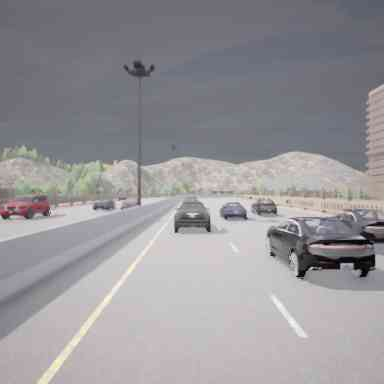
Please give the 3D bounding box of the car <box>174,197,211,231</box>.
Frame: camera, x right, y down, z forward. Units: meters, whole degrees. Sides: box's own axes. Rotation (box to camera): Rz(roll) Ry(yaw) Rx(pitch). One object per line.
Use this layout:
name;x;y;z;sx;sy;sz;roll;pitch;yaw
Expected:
car;0.023;1.353;20.524;2.097;1.767;4.553;0;0;0

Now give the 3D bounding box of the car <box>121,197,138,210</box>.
car;-7.243;1.532;39.794;1.812;1.442;4.674;0;0;0

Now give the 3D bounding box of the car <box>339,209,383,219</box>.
car;7.047;1.487;14.217;2.128;1.511;4.902;0;0;0

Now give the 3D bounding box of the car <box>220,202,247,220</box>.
car;3.491;1.563;28.505;1.994;1.385;4.181;0;0;0

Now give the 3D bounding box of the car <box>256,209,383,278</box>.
car;3.562;1.490;10.079;2.128;1.511;4.902;0;0;0

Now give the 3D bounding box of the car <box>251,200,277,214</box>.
car;6.975;1.488;32.468;2.128;1.511;4.902;0;0;0

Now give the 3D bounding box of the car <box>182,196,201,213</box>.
car;-0.049;1.353;38.497;2.097;1.767;4.553;0;0;0

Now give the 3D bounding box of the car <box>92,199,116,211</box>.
car;-10.746;1.556;41.147;2.033;1.411;5.357;0;0;0

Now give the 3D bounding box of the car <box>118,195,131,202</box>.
car;-14.277;1.296;70.293;1.895;1.301;4.718;0;0;0

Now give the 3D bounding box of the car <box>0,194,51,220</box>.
car;-14.207;1.232;28.789;2.150;2.045;5.566;0;0;0
